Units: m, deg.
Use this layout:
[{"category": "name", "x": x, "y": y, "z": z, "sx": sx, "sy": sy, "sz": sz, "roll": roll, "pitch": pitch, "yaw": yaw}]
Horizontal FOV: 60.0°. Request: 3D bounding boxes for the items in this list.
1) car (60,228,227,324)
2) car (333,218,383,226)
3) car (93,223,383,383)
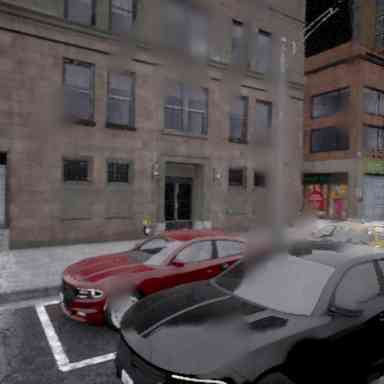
[{"category": "car", "x": -0.158, "y": 1.433, "z": 6.491, "sx": 4.507, "sy": 1.381, "sz": 1.887, "roll": 0, "pitch": 2, "yaw": -32}, {"category": "car", "x": 4.377, "y": 1.431, "z": 9.276, "sx": 4.829, "sy": 1.417, "sz": 1.752, "roll": 0, "pitch": 2, "yaw": -32}, {"category": "car", "x": 1.535, "y": 1.424, "z": 4.311, "sx": 5.008, "sy": 1.535, "sz": 1.882, "roll": 0, "pitch": 1, "yaw": -33}]
